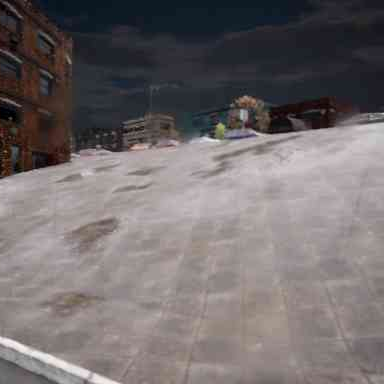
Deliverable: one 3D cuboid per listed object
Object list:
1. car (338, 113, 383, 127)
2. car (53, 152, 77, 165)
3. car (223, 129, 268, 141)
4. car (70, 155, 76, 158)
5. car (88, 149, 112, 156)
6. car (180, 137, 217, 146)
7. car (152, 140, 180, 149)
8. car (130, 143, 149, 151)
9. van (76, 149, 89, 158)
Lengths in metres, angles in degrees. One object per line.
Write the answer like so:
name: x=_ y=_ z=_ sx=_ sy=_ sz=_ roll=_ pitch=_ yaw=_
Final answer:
car: x=12.216 y=-4.469 z=22.048 sx=2.231 sy=1.521 sz=4.892 roll=0 pitch=2 yaw=-41
car: x=-24.309 y=-6.351 z=63.364 sx=2.435 sy=2.045 sz=5.566 roll=0 pitch=1 yaw=-41
car: x=4.975 y=-4.939 z=30.239 sx=2.185 sy=1.767 sz=4.553 roll=0 pitch=2 yaw=-41
car: x=-20.680 y=-5.917 z=59.260 sx=2.002 sy=1.452 sz=4.674 roll=0 pitch=1 yaw=-41
car: x=-13.371 y=-5.652 z=50.990 sx=2.231 sy=1.521 sz=4.892 roll=0 pitch=2 yaw=-41
car: x=1.335 y=-4.945 z=34.356 sx=2.002 sy=1.452 sz=4.674 roll=0 pitch=2 yaw=-41
car: x=-2.419 y=-5.287 z=38.604 sx=2.185 sy=1.767 sz=4.553 roll=0 pitch=2 yaw=-41
car: x=-6.074 y=-5.455 z=42.738 sx=2.185 sy=1.767 sz=4.553 roll=0 pitch=2 yaw=-41
van: x=-16.939 y=-6.030 z=55.028 sx=1.878 sy=1.987 sz=4.442 roll=0 pitch=1 yaw=-41
